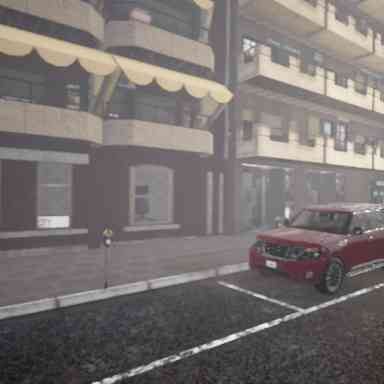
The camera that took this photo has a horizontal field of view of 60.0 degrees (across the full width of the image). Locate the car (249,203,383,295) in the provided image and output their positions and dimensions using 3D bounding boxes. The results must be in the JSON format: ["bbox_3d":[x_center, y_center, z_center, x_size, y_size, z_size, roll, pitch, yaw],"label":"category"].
[{"bbox_3d":[3.802,1.257,8.792,5.009,1.841,2.192,-1,2,-36],"label":"car"}]
